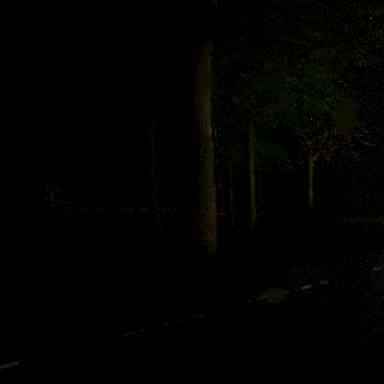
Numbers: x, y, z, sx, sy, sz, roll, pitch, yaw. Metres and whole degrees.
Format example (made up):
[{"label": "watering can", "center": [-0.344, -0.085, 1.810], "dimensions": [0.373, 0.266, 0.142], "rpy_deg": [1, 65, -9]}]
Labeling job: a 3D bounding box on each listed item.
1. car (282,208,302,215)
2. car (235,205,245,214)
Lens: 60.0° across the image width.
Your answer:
[{"label": "car", "center": [20.992, 4.017, 70.080], "dimensions": [1.994, 1.385, 4.181], "rpy_deg": [-1, -2, -34]}, {"label": "car", "center": [13.029, 4.258, 81.845], "dimensions": [2.150, 2.045, 5.566], "rpy_deg": [-1, -1, -34]}]
